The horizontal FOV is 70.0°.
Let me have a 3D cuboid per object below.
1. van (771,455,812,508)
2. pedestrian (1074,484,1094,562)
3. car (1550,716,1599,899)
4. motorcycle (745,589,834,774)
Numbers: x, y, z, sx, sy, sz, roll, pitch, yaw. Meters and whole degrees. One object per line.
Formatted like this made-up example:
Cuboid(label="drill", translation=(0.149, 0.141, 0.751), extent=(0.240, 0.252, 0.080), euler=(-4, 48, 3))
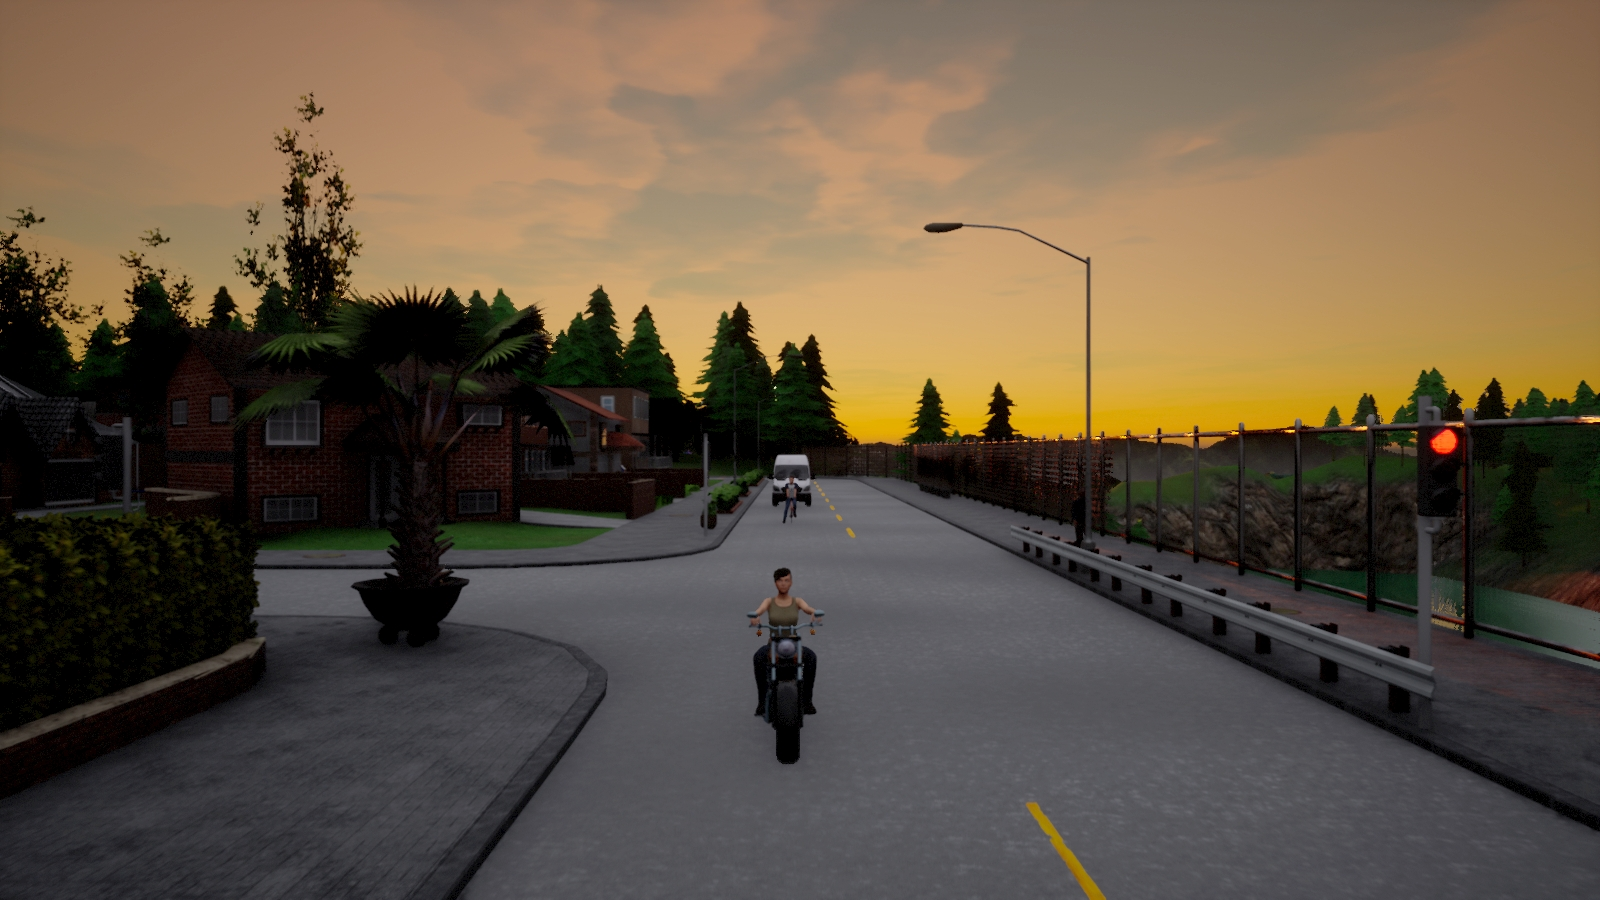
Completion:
Cuboid(label="van", translation=(-0.420, 1.533, 58.771), extent=(1.988, 2.561, 5.915), euler=(0, 0, 0))
Cuboid(label="pedestrian", translation=(6.813, 1.745, 27.421), extent=(0.375, 1.860, 0.375), euler=(0, 0, -1))
Cuboid(label="car", translation=(3.946, 1.906, 2.119), extent=(2.097, 1.767, 4.553), euler=(0, 0, -1))
Cuboid(label="motorcycle", translation=(-0.147, 2.155, 11.122), extent=(0.764, 1.307, 2.356), euler=(0, 0, -3))
